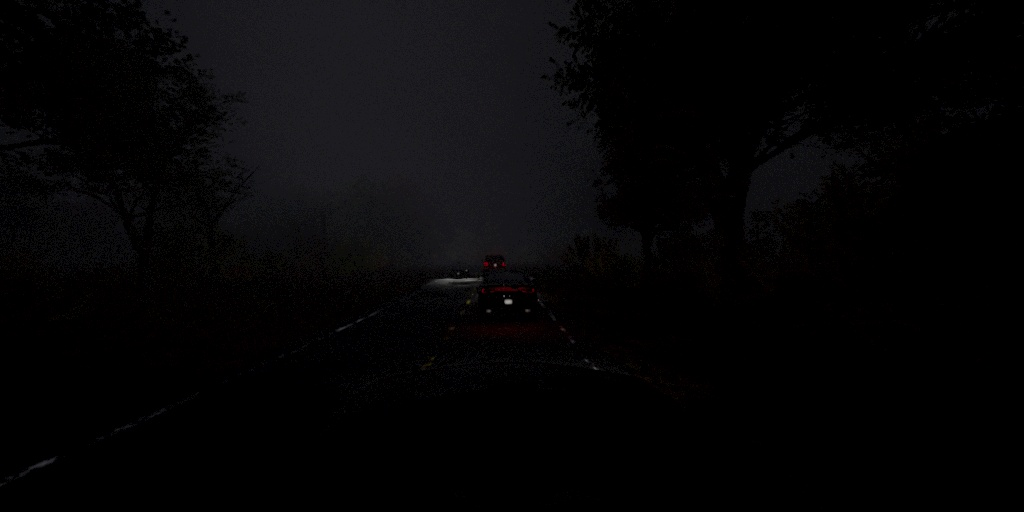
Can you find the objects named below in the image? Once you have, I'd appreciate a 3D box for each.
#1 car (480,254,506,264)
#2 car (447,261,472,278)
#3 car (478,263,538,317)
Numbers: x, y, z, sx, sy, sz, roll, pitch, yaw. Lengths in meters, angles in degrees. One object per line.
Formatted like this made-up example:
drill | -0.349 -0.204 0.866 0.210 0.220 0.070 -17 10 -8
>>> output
car | -1.721 0.874 33.493 2.150 2.045 5.566 0 0 -6
car | -4.733 1.188 32.256 1.812 1.442 4.674 0 0 -6
car | -0.202 1.192 13.048 1.882 1.535 5.008 0 0 -2
